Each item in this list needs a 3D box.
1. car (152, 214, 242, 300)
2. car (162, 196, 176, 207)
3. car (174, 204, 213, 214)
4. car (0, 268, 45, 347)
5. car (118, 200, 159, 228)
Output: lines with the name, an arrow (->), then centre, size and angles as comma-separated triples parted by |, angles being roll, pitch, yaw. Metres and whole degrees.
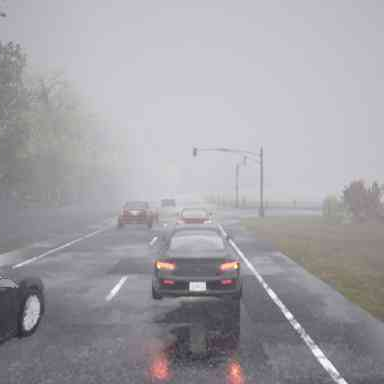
car -> 0.102, 1.512, 8.220 | 1.812, 1.442, 4.674 | 0, 0, 0
car -> -3.394, 1.390, 49.948 | 1.882, 1.535, 5.008 | 0, 0, 0
car -> 0.106, 1.498, 17.095 | 1.812, 1.442, 4.674 | 0, 0, 0
car -> -3.399, 1.497, 3.707 | 1.837, 1.490, 4.892 | 0, 0, 0
car -> -3.396, 1.316, 21.858 | 2.097, 1.767, 4.553 | 0, 0, 0
